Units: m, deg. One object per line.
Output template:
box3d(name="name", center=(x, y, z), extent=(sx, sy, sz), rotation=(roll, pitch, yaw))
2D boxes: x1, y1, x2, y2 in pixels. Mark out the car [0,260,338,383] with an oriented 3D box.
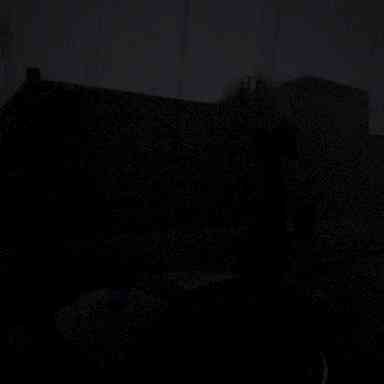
box3d(name="car", center=(-0.306, 1.529, 3.358), extent=(4.674, 1.442, 1.812), rotation=(0, 0, -38))
